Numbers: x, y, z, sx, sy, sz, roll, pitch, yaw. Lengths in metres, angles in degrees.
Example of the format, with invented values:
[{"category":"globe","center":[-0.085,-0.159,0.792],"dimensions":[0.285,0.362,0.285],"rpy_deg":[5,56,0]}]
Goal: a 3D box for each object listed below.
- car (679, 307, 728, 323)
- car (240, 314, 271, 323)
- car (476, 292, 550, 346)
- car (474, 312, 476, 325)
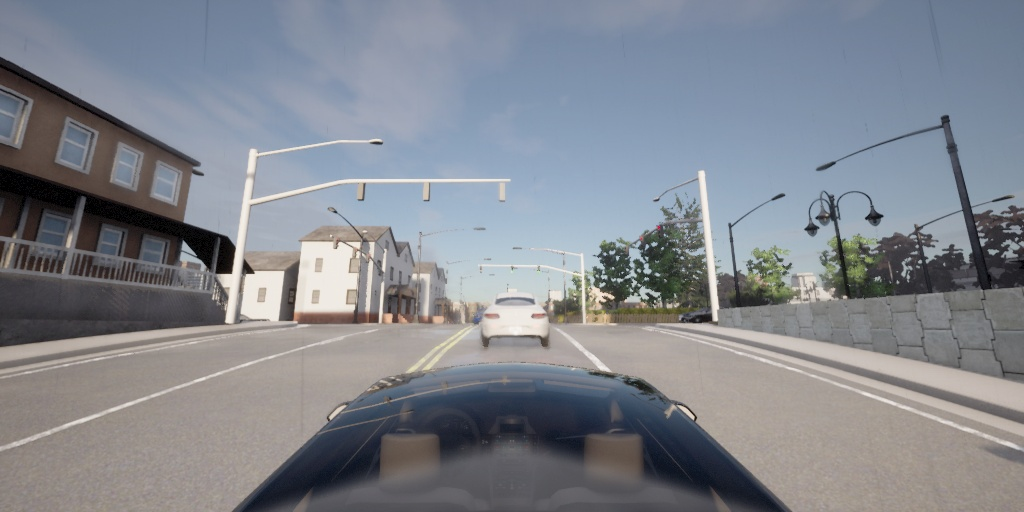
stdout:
[{"category":"car","center":[16.002,4.829,28.885],"dimensions":[4.902,1.511,2.128],"rpy_deg":[0,-11,1]},{"category":"car","center":[-20.136,5.118,25.552],"dimensions":[5.566,2.045,2.150],"rpy_deg":[-9,-10,-1]},{"category":"car","center":[0.091,1.851,11.119],"dimensions":[1.812,1.442,4.674],"rpy_deg":[0,-5,0]},{"category":"car","center":[-3.584,7.760,45.873],"dimensions":[2.150,2.045,5.566],"rpy_deg":[0,-11,0]}]
